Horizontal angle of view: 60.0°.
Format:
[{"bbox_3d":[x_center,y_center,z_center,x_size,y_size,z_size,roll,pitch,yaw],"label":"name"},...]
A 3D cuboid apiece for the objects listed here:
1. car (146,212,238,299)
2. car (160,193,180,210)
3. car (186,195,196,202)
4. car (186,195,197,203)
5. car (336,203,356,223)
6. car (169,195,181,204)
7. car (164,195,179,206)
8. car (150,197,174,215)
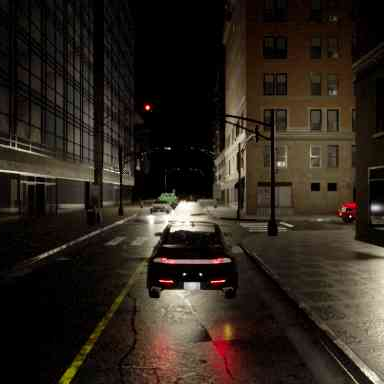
[{"bbox_3d":[0.024,1.490,8.460,2.128,1.511,4.902,0,0,1],"label":"car"},{"bbox_3d":[-3.190,1.194,43.714,2.150,2.045,5.566,0,0,1],"label":"car"},{"bbox_3d":[-0.197,1.472,75.682,2.128,1.511,4.902,0,0,0],"label":"car"},{"bbox_3d":[-0.072,1.307,65.989,2.097,1.767,4.553,0,0,0],"label":"car"},{"bbox_3d":[13.032,1.174,23.027,5.566,2.045,2.150,0,0,-1],"label":"car"},{"bbox_3d":[-3.224,1.448,63.990,2.128,1.511,4.902,0,0,0],"label":"car"},{"bbox_3d":[-3.210,1.317,53.618,2.097,1.767,4.553,0,0,0],"label":"car"},{"bbox_3d":[-3.184,1.506,34.260,1.812,1.442,4.674,0,0,0],"label":"car"}]
